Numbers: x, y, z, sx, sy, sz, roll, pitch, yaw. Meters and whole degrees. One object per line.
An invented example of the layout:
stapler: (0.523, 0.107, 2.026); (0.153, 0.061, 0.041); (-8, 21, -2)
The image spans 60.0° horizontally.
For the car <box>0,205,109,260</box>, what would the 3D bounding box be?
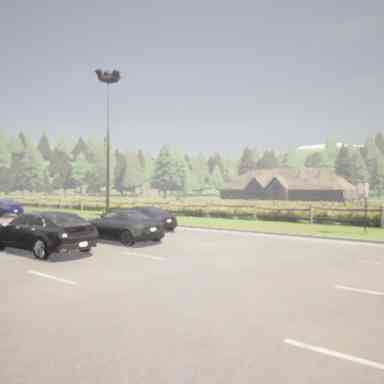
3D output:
car: (-5.509, 1.445, 12.228); (4.892, 1.490, 1.837); (0, 0, 36)

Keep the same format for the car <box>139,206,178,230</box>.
car: (-2.844, 1.495, 18.926); (4.181, 1.385, 1.994); (0, 0, 36)

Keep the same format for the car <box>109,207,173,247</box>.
car: (-3.227, 1.506, 14.899); (4.181, 1.385, 1.994); (0, 0, 36)

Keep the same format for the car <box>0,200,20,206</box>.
car: (-16.273, 1.371, 28.497); (4.674, 1.442, 1.812); (0, 0, 35)
